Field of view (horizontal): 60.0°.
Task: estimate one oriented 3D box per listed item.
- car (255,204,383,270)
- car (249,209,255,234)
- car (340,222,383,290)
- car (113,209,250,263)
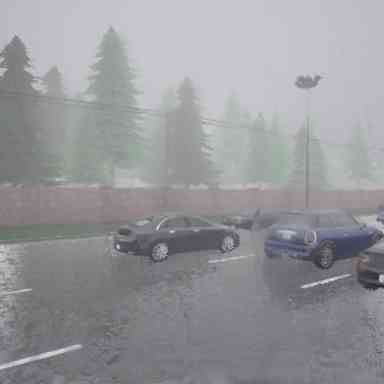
[{"bbox_3d":[4.610,1.371,11.336,4.553,1.767,2.097,0,0,-36],"label":"car"},{"bbox_3d":[4.055,1.628,19.535,4.718,1.301,1.895,0,0,-35],"label":"car"},{"bbox_3d":[5.667,1.542,7.805,4.674,1.442,1.812,0,0,-36],"label":"car"},{"bbox_3d":[-0.390,1.517,12.067,4.892,1.490,1.837,0,0,-36],"label":"car"}]
